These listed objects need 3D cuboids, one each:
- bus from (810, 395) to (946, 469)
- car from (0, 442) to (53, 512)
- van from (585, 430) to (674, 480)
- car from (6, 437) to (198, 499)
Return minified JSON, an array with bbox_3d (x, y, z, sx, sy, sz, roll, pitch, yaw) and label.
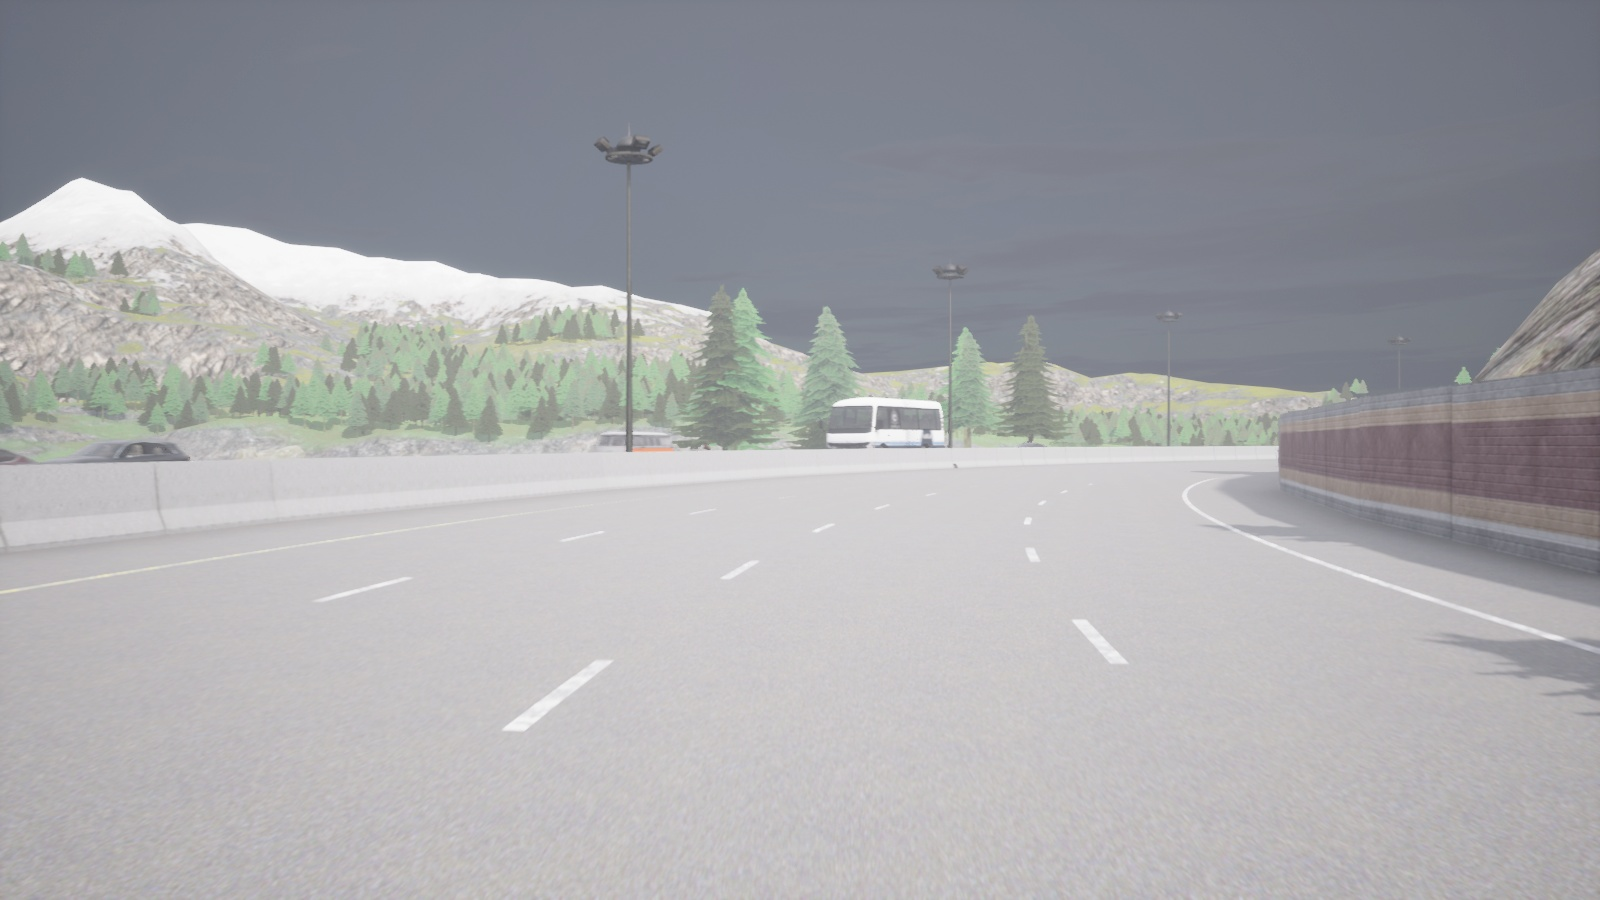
[{"bbox_3d":[5.004,-1.062,77.402,3.944,4.253,10.273,0,0,32],"label":"bus"},{"bbox_3d":[-18.377,0.581,26.213,2.163,1.488,4.792,0,0,11],"label":"car"},{"bbox_3d":[-7.132,0.194,52.886,1.775,1.987,4.442,0,0,21],"label":"van"},{"bbox_3d":[-19.832,0.454,35.985,2.033,1.649,4.856,0,1,14],"label":"car"}]
